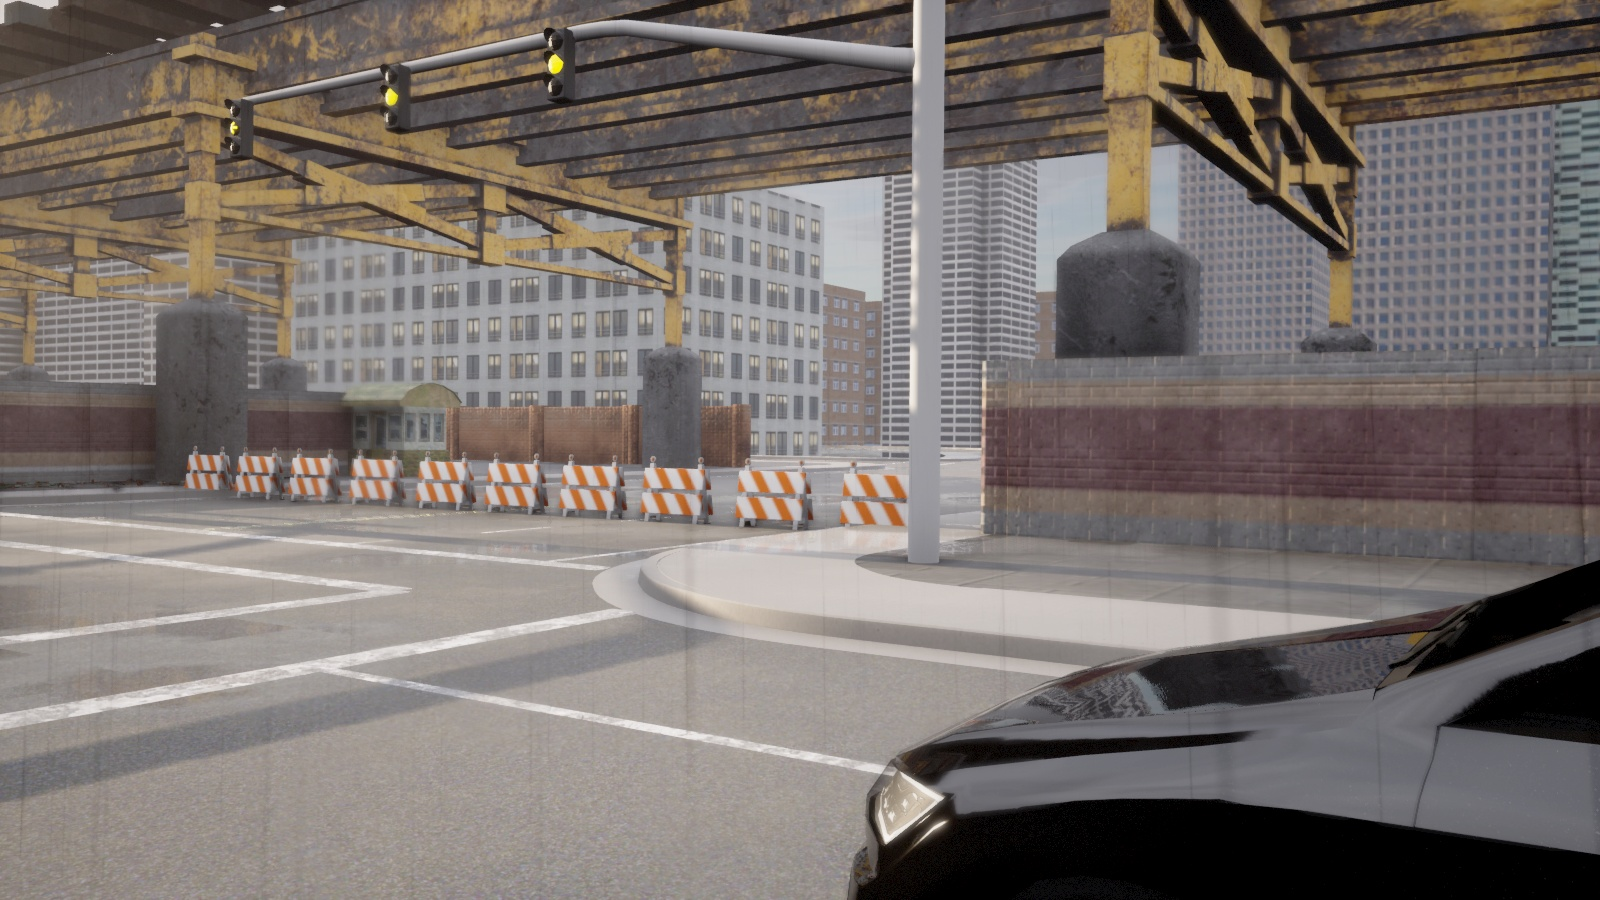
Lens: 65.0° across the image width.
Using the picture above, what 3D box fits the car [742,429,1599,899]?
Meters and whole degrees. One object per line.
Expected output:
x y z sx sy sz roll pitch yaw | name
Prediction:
2.136 0.696 2.204 4.193 1.474 1.816 0 1 34 | car
